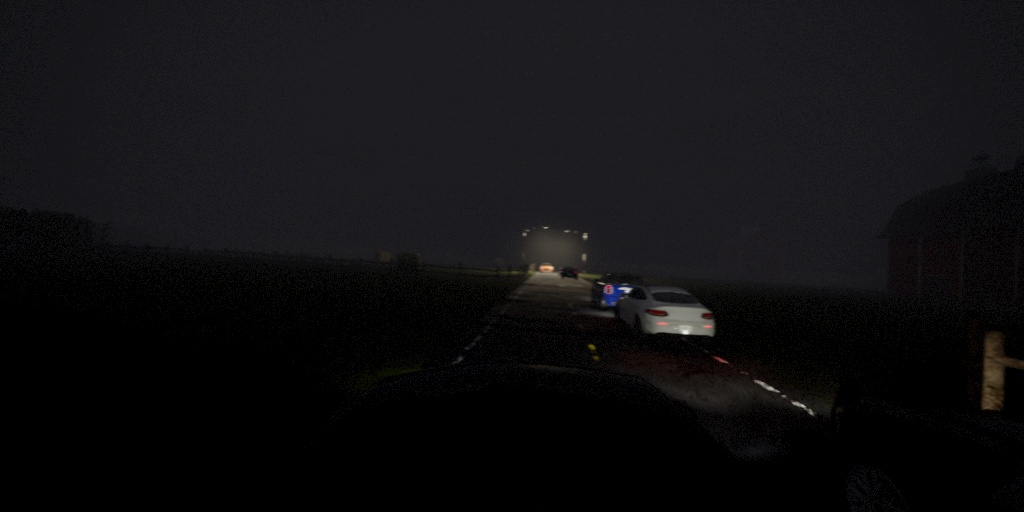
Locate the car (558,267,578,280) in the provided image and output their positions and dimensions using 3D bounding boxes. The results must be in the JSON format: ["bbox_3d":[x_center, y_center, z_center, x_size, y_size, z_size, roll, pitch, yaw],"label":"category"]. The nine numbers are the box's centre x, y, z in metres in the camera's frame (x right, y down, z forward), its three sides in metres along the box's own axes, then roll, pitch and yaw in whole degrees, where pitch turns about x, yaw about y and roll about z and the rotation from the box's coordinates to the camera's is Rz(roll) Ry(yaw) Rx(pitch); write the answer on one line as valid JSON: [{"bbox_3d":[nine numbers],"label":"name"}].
[{"bbox_3d":[6.913,2.024,43.384,1.882,1.535,5.008,3,-1,6],"label":"car"}]

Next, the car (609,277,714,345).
[{"bbox_3d":[4.355,1.587,10.792,1.812,1.442,4.674,3,-1,6],"label":"car"}]

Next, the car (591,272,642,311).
[{"bbox_3d":[4.967,1.508,16.732,2.097,1.767,4.553,3,-1,6],"label":"car"}]

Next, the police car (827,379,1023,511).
[{"bbox_3d":[3.361,1.328,0.954,1.930,1.638,5.238,3,-1,6],"label":"police car"}]

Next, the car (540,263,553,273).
[{"bbox_3d":[6.102,2.074,63.217,2.097,1.767,4.553,3,-1,6],"label":"car"}]
